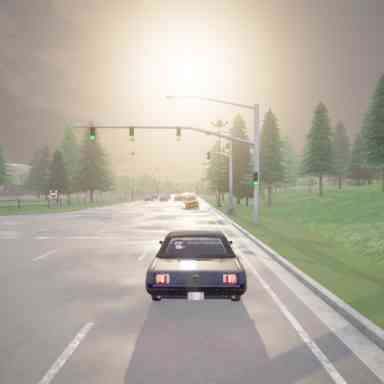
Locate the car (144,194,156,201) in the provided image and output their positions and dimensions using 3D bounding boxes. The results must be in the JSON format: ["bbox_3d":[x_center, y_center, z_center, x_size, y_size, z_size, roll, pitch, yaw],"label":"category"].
[{"bbox_3d":[-10.344,1.530,80.564,2.033,1.411,5.357,0,0,0],"label":"car"}]

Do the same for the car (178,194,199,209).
[{"bbox_3d":[-0.320,1.057,46.537,1.882,1.535,5.008,-11,16,-6],"label":"car"}]

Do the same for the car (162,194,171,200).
[{"bbox_3d":[-6.824,1.370,90.977,2.033,1.411,5.357,0,0,0],"label":"car"}]

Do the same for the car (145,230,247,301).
[{"bbox_3d":[0.095,1.601,8.256,1.895,1.301,4.718,0,0,0],"label":"car"}]

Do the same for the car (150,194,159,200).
[{"bbox_3d":[-10.324,1.330,90.984,1.837,1.490,4.892,0,0,0],"label":"car"}]

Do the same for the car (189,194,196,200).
[{"bbox_3d":[0.176,1.370,90.964,2.033,1.411,5.357,0,0,0],"label":"car"}]

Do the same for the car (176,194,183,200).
[{"bbox_3d":[-3.324,1.354,90.971,1.812,1.442,4.674,0,0,0],"label":"car"}]

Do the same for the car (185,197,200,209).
[{"bbox_3d":[0.093,1.590,49.921,2.033,1.411,5.357,0,2,0],"label":"car"}]

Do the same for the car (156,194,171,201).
[{"bbox_3d":[-6.844,1.530,80.558,2.033,1.411,5.357,0,0,0],"label":"car"}]

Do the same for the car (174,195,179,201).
[{"bbox_3d":[-3.343,1.543,80.967,1.994,1.385,4.181,0,0,0],"label":"car"}]
